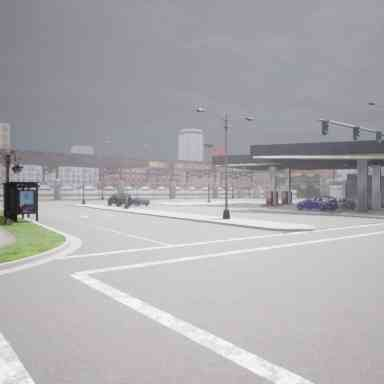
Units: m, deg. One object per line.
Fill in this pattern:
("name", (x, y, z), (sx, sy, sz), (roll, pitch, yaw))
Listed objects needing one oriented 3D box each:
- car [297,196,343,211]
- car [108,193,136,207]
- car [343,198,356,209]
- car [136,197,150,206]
("car", (14.323, 1.295, 38.331), (2.242, 1.667, 4.611), (0, 0, -35))
("car", (-11.367, 1.222, 52.222), (2.150, 2.045, 5.566), (0, 0, -35))
("car", (18.597, 1.456, 42.246), (1.970, 1.475, 3.806), (0, 0, -35))
("car", (-8.748, 1.547, 54.588), (2.033, 1.411, 5.357), (0, 0, -35))
